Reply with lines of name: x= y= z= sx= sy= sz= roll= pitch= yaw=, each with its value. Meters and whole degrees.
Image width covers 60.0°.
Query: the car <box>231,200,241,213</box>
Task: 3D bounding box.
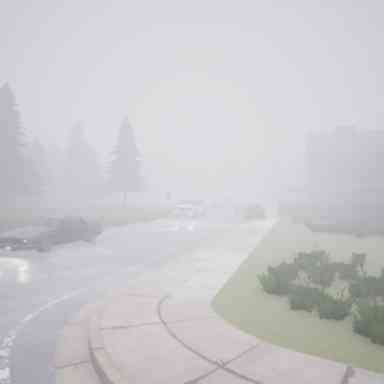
car: x=6.895 y=2.113 z=44.187 sx=1.994 sy=1.385 sz=4.181 roll=0 pitch=-1 yaw=18

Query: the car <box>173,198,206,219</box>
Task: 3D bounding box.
car: x=-0.119 y=1.647 z=34.113 sx=2.150 sy=2.045 sz=5.566 roll=0 pitch=-1 yaw=18

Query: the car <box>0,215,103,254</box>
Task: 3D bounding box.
car: x=-6.146 y=1.767 z=15.093 sx=2.033 sy=1.411 sz=5.357 roll=0 pitch=-1 yaw=18

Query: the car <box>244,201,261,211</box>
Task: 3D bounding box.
car: x=9.787 y=2.197 z=53.494 sx=2.033 sy=1.411 sz=5.357 roll=0 pitch=-1 yaw=18

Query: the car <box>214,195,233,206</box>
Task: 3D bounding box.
car: x=4.816 y=1.470 z=49.386 sx=2.150 sy=2.045 sz=5.566 roll=0 pitch=-1 yaw=18

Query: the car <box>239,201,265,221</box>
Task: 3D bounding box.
car: x=5.938 y=1.879 z=31.486 sx=1.816 sy=1.474 sz=4.193 roll=-6 pitch=-2 yaw=15
